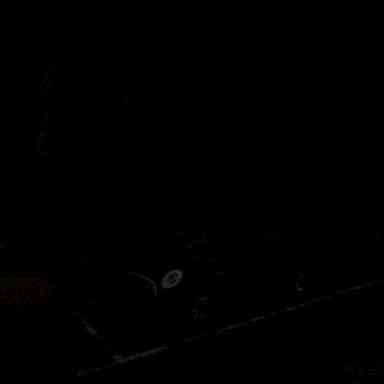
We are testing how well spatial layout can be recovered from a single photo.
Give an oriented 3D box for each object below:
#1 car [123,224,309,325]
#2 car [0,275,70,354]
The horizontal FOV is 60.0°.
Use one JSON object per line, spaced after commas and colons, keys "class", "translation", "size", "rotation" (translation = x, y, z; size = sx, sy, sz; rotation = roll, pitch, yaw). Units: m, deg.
{"class": "car", "translation": [0.607, 1.460, 7.083], "size": [4.097, 1.590, 1.967], "rotation": [0, 0, -36]}
{"class": "car", "translation": [-3.999, 1.521, 3.797], "size": [4.829, 1.417, 1.752], "rotation": [0, 0, -36]}
